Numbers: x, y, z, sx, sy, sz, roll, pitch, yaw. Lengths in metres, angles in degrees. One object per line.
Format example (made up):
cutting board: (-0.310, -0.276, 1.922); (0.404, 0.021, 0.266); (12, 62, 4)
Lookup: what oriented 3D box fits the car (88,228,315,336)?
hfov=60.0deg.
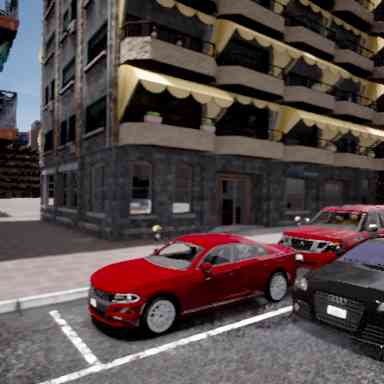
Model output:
car: (0.233, 1.556, 6.715); (4.507, 1.381, 1.887); (0, 1, -36)

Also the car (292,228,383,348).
car: (3.748, 1.582, 6.046); (4.181, 1.385, 1.994); (0, 0, -35)

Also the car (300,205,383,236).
car: (4.767, 1.341, 9.948); (5.009, 1.841, 2.192); (0, 1, -36)
